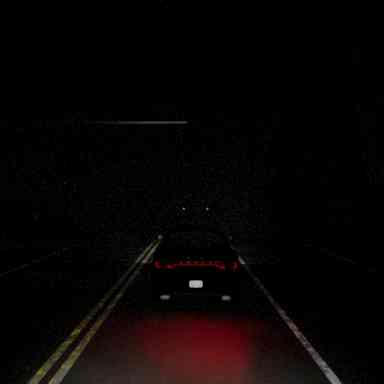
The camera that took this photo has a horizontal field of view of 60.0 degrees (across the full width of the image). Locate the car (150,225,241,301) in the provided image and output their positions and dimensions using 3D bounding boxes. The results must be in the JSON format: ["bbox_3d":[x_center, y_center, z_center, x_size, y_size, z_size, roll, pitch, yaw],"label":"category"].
[{"bbox_3d":[0.081,1.596,8.686,1.882,1.535,5.008,1,-1,0],"label":"car"}]
